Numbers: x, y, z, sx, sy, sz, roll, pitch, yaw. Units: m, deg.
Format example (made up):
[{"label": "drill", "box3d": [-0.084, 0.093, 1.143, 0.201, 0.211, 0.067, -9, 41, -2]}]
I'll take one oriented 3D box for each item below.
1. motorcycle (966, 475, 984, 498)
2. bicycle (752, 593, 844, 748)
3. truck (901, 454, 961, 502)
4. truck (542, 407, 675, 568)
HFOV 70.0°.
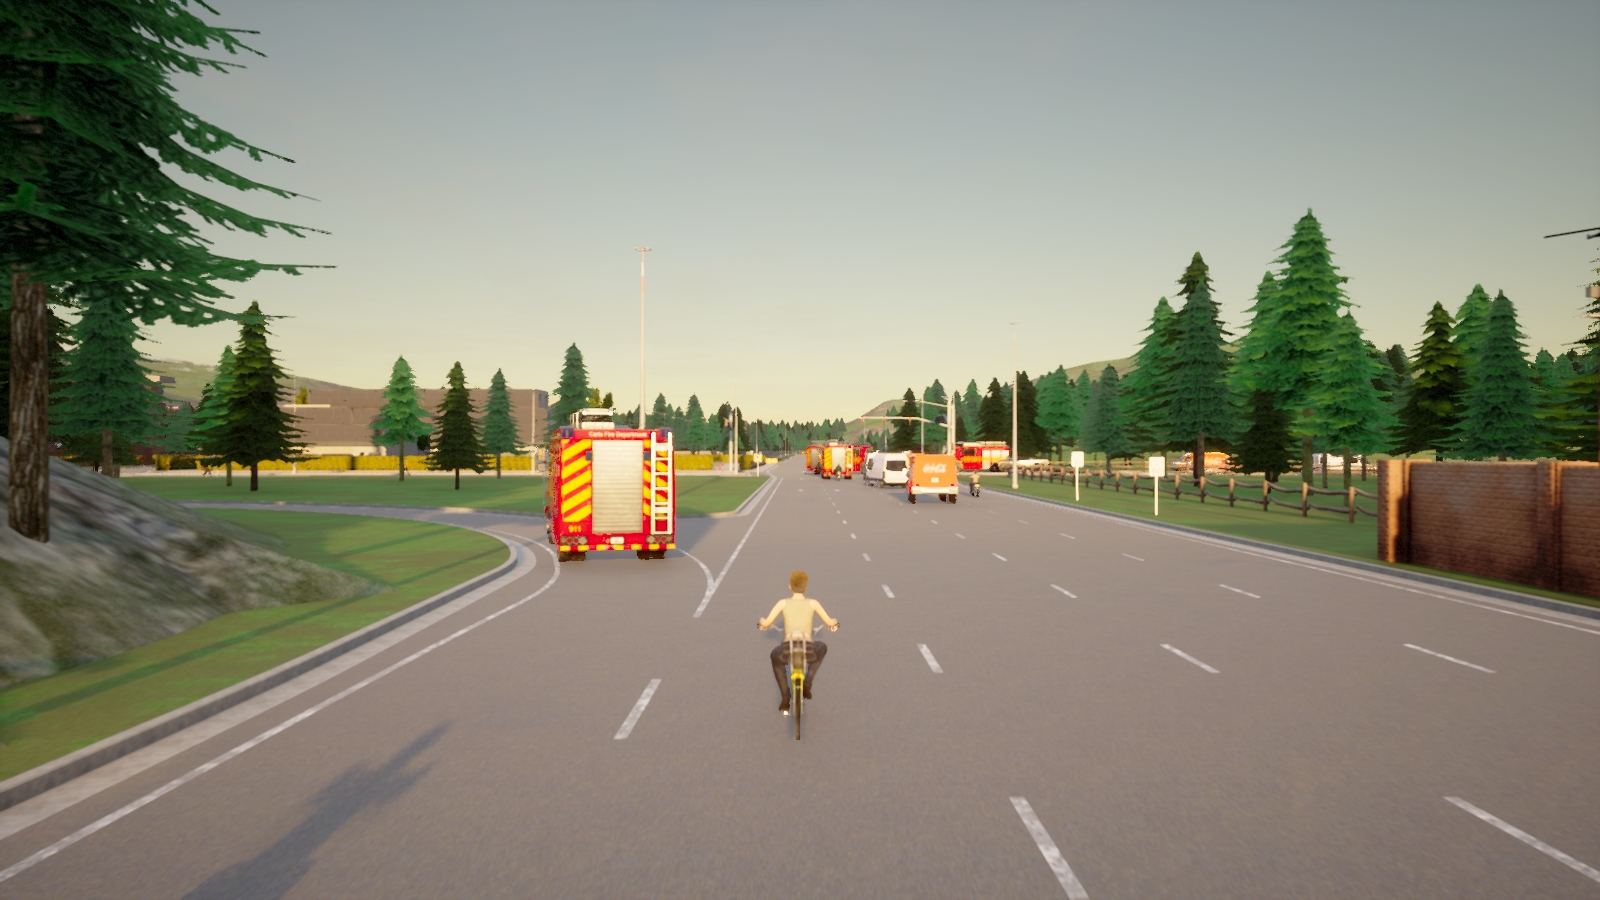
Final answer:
[{"label": "motorcycle", "box3d": [10.502, 2.180, 68.677, 0.764, 1.307, 2.356, 0, 0, 0]}, {"label": "bicycle", "box3d": [-0.017, 2.162, 11.476, 0.859, 1.276, 1.487, 0, 0, 0]}, {"label": "truck", "box3d": [6.977, 1.555, 61.433, 2.627, 2.467, 5.204, 0, -2, 0]}, {"label": "truck", "box3d": [-5.518, 0.902, 31.648, 2.891, 3.827, 8.468, 0, 0, -14]}]
